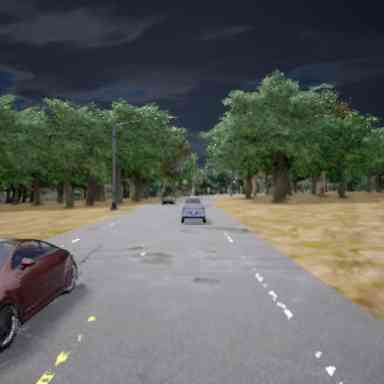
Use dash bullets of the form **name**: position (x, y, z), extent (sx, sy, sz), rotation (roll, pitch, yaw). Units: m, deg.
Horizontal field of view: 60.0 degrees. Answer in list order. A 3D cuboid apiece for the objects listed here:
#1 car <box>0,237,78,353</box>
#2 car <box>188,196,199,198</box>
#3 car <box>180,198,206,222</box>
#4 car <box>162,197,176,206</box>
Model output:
- **car**: position (-3.599, 1.547, 5.935), extent (1.994, 1.385, 4.181), rotation (0, 0, 0)
- **car**: position (0.158, 1.230, 45.123), extent (2.128, 1.511, 4.902), rotation (0, 1, 1)
- **car**: position (0.111, 1.429, 25.004), extent (2.033, 1.411, 5.357), rotation (0, 0, 0)
- **car**: position (-3.407, 1.364, 49.703), extent (1.895, 1.301, 4.718), rotation (0, 1, 1)
